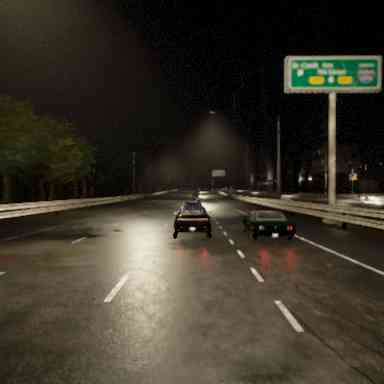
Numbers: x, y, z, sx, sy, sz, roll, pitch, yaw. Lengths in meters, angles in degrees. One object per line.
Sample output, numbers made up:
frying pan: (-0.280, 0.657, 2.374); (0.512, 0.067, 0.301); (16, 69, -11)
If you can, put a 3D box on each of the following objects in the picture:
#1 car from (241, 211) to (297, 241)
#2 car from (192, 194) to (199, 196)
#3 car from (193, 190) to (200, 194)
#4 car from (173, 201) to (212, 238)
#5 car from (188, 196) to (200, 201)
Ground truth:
car: (3.630, 1.589, 16.694); (1.895, 1.301, 4.718); (0, 0, 0)
car: (0.325, 1.412, 55.001); (1.895, 1.301, 4.718); (0, 0, 1)
car: (0.886, 1.029, 90.999); (1.812, 1.442, 4.674); (0, 1, 1)
car: (0.034, 1.477, 17.653); (2.128, 1.511, 4.902); (0, 0, 0)
car: (0.151, 1.490, 37.309); (1.994, 1.385, 4.181); (0, 0, 0)
